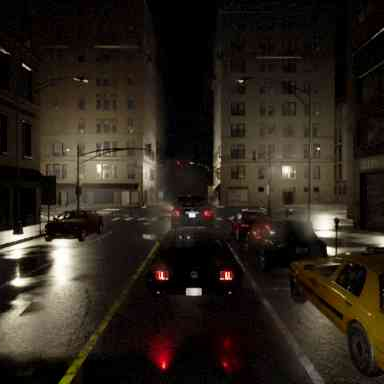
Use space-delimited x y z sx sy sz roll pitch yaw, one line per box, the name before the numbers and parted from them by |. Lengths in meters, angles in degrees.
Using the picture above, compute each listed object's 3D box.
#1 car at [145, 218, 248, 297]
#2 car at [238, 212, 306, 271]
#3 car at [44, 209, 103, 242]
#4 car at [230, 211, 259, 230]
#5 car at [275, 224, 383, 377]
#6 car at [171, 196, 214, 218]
car | 0.051 1.599 8.508 1.895 1.301 4.718 0 0 0
car | 2.873 1.563 10.753 1.947 1.339 4.313 -1 0 0
car | -5.668 1.539 16.343 1.887 1.381 4.507 -1 0 0
car | 2.878 1.577 16.338 1.802 1.307 4.206 -1 0 0
car | 2.868 1.524 5.336 1.752 1.417 4.829 -1 0 0
car | 0.010 1.216 18.500 2.150 2.045 5.566 0 0 0
